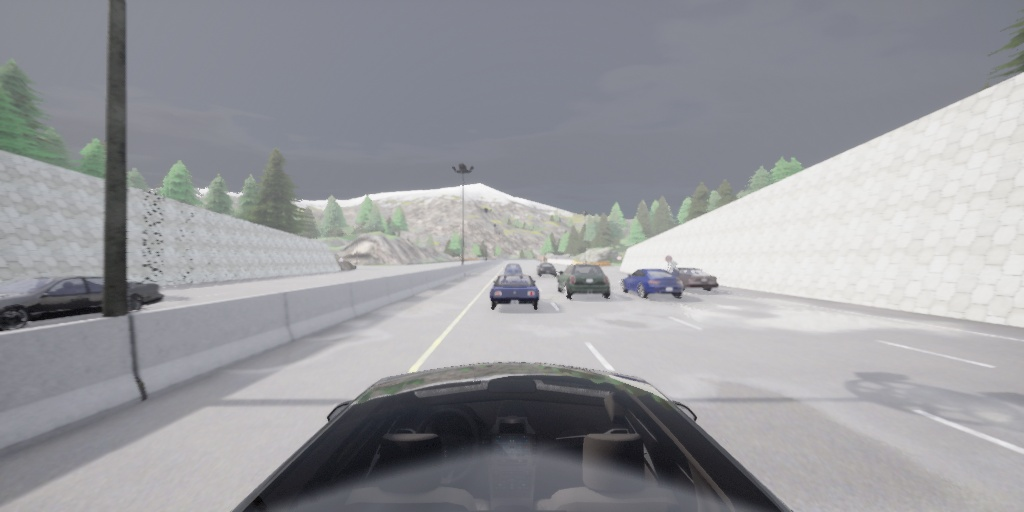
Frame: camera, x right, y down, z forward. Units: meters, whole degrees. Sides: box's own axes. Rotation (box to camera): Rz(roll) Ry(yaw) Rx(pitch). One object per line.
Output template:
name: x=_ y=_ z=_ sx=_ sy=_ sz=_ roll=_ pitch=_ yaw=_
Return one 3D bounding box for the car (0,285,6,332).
car: x=-10.598 y=1.234 z=4.298 sx=1.882 sy=1.535 sz=5.008 roll=0 pitch=0 yaw=0

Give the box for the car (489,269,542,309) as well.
car: x=0.102 y=1.407 z=15.294 sx=1.895 sy=1.301 sz=4.718 roll=0 pitch=0 yaw=0

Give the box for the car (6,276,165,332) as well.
car: x=-14.093 y=1.331 z=11.143 sx=2.033 sy=1.411 sz=5.357 roll=0 pitch=0 yaw=0

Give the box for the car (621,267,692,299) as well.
car: x=7.091 y=1.348 z=18.475 sx=1.812 sy=1.442 sz=4.674 roll=0 pitch=0 yaw=0

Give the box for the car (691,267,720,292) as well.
car: x=10.605 y=1.387 z=22.291 sx=2.033 sy=1.411 sz=5.357 roll=0 pitch=0 yaw=0

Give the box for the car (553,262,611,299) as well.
car: x=3.604 y=1.173 z=18.754 sx=2.097 sy=1.767 sz=4.553 roll=0 pitch=0 yaw=0

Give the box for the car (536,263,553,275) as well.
car: x=3.603 y=1.428 z=38.166 sx=1.812 sy=1.442 sz=4.674 roll=0 pitch=0 yaw=0

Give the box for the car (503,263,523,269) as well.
car: x=0.108 y=1.437 z=35.464 sx=2.033 sy=1.411 sz=5.357 roll=0 pitch=0 yaw=0
